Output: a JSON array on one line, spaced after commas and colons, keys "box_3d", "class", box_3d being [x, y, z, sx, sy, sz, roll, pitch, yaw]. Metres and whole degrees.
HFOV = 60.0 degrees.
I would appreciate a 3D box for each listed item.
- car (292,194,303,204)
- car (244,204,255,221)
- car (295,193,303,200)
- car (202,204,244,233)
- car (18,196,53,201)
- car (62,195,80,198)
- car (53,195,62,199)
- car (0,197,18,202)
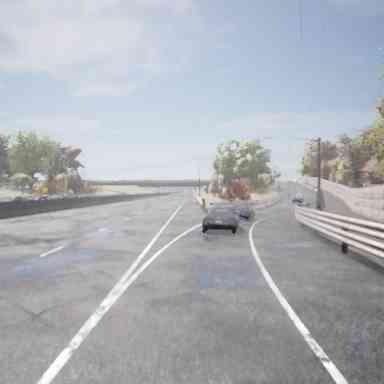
[{"box_3d": [22.819, 1.692, 72.421, 1.882, 1.535, 5.008, 0, 3, 20], "class": "car"}, {"box_3d": [4.493, 1.801, 30.063, 1.994, 1.385, 4.181, 0, -1, 18], "class": "car"}, {"box_3d": [26.313, 1.126, 81.898, 1.812, 1.442, 4.674, 0, 4, 19], "class": "car"}, {"box_3d": [1.849, 1.584, 20.014, 1.994, 1.385, 4.181, 0, 0, 11], "class": "car"}, {"box_3d": [-24.538, 1.478, 52.385, 2.033, 1.411, 5.357, 0, 0, 1], "class": "car"}, {"box_3d": [-24.506, 1.421, 68.529, 1.837, 1.490, 4.892, 0, 0, 0], "class": "car"}, {"box_3d": [-28.006, 1.446, 68.368, 2.128, 1.511, 4.902, 0, 0, 0], "class": "car"}, {"box_3d": [-28.032, 1.478, 52.223, 2.033, 1.411, 5.357, 0, 0, 1], "class": "car"}]
